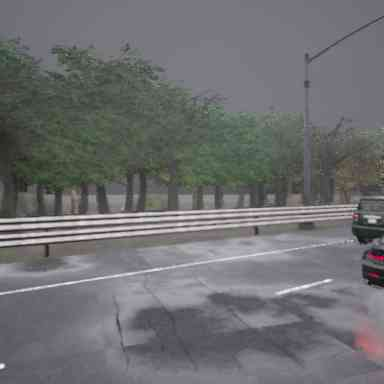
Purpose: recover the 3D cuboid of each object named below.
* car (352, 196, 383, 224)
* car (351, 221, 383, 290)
[{"bbox_3d":[9.090,1.193,14.140,5.566,2.045,2.150,0,0,-34],"label":"car"},{"bbox_3d":[5.908,1.490,7.794,4.892,1.490,1.837,-1,0,-34],"label":"car"}]
